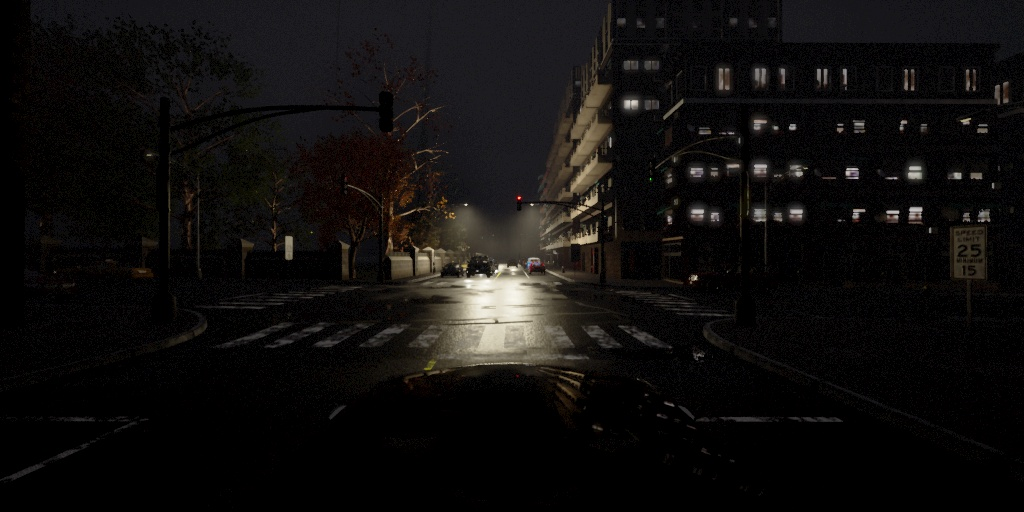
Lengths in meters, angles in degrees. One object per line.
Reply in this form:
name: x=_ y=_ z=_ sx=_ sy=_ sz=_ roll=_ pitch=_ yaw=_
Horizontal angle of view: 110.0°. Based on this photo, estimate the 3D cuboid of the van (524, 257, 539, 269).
van: x=2.756 y=1.116 z=45.615 sx=1.690 sy=1.789 sz=3.998 roll=0 pitch=0 yaw=0

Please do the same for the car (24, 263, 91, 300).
car: x=-18.945 y=1.007 z=13.356 sx=4.207 sy=1.307 sz=1.802 roll=0 pitch=0 yaw=0

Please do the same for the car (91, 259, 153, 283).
car: x=-24.714 y=0.882 z=21.690 sx=4.829 sy=1.417 sz=1.751 roll=0 pitch=0 yaw=0

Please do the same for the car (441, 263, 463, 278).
car: x=-5.642 y=1.330 z=34.367 sx=1.948 sy=1.339 sz=4.313 roll=0 pitch=0 yaw=0

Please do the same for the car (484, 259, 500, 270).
car: x=-3.010 y=1.279 z=55.005 sx=2.128 sy=1.511 sz=4.902 roll=0 pitch=0 yaw=0

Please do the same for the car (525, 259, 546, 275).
car: x=2.747 y=1.314 z=39.985 sx=1.888 sy=1.381 sz=4.507 roll=0 pitch=0 yaw=0

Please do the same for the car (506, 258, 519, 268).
car: x=0.090 y=1.304 z=62.659 sx=1.837 sy=1.490 sz=4.892 roll=0 pitch=0 yaw=0

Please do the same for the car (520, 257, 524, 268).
car: x=2.772 y=1.230 z=56.875 sx=1.967 sy=1.591 sz=4.097 roll=0 pitch=0 yaw=0

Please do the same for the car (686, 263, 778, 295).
car: x=13.479 y=1.353 z=21.998 sx=5.009 sy=1.841 sz=2.192 roll=0 pitch=0 yaw=0

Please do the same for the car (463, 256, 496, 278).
car: x=-3.037 y=0.986 z=34.654 sx=2.150 sy=2.045 sz=5.566 roll=0 pitch=0 yaw=1

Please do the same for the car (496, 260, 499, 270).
car: x=-3.034 y=1.322 z=44.906 sx=2.033 sy=1.411 sz=5.357 roll=0 pitch=0 yaw=0
